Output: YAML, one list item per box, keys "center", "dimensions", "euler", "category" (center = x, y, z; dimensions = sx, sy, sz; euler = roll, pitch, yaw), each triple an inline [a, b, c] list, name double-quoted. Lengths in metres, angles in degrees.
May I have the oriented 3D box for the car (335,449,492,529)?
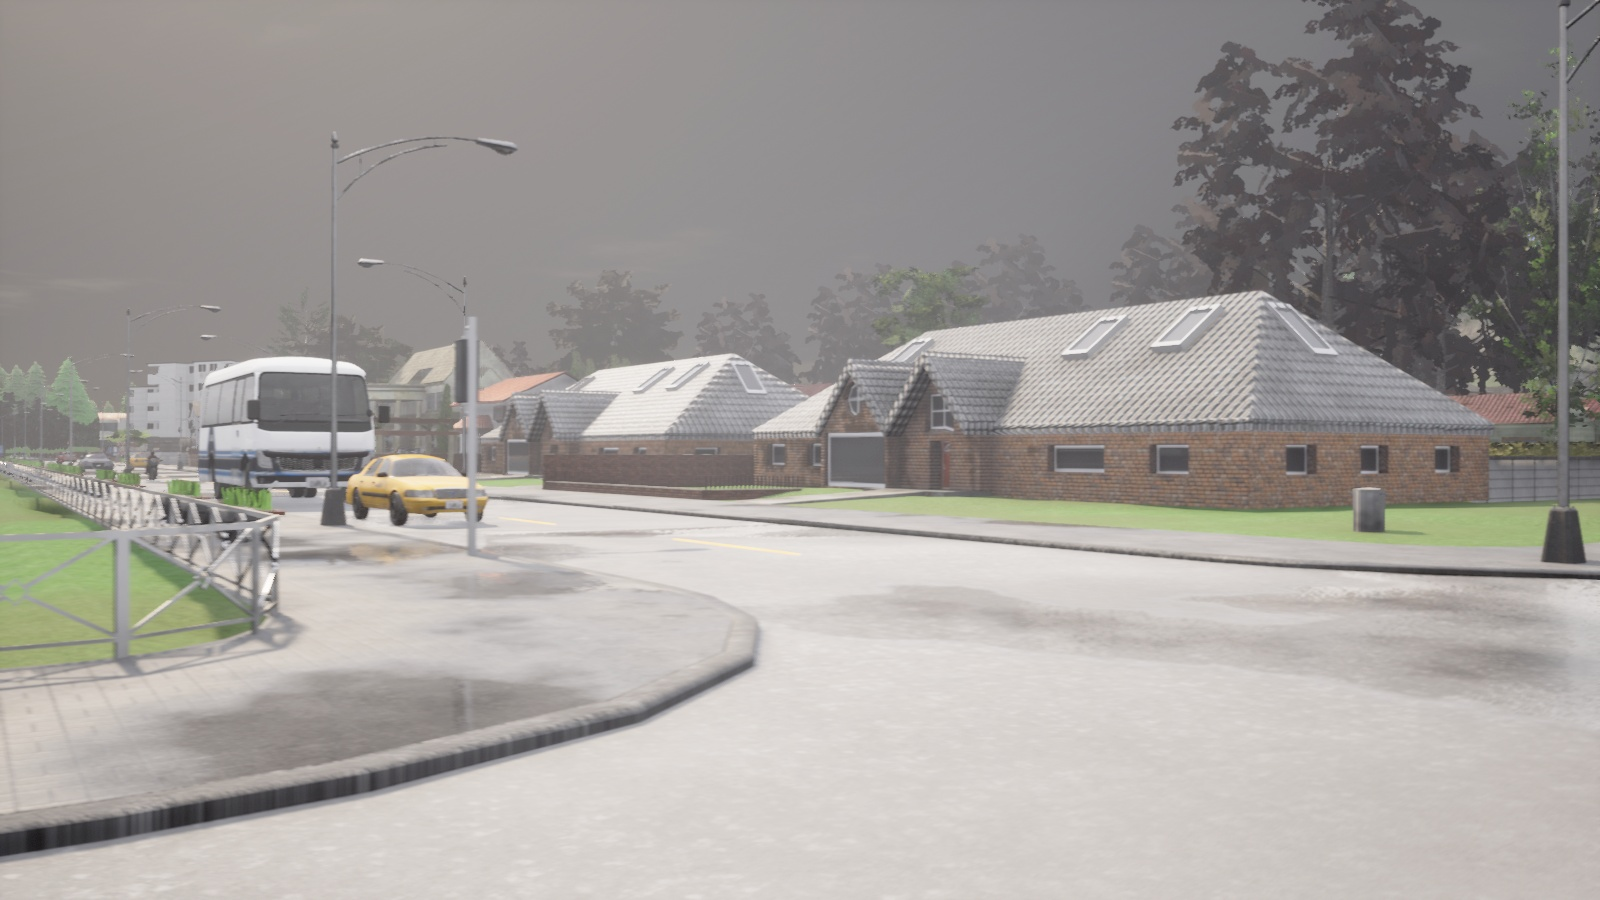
- center: [-8.507, 0.771, 27.296]
  dimensions: [1.801, 1.575, 5.366]
  euler: [0, 0, -34]
  category: "car"

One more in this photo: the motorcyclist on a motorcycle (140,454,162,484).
- center: [-33.189, 0.960, 64.228]
  dimensions: [0.797, 1.523, 2.044]
  euler: [0, 0, -34]
  category: "motorcyclist on a motorcycle"

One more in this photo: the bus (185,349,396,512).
- center: [-15.744, -0.501, 38.123]
  dimensions: [3.944, 4.253, 10.273]
  euler: [0, 0, -34]
  category: "bus"
